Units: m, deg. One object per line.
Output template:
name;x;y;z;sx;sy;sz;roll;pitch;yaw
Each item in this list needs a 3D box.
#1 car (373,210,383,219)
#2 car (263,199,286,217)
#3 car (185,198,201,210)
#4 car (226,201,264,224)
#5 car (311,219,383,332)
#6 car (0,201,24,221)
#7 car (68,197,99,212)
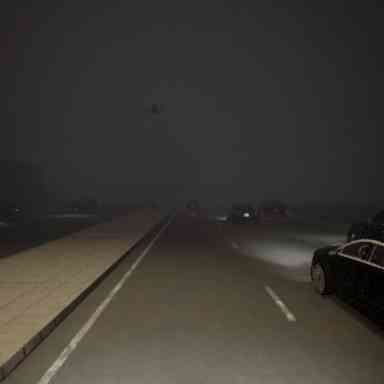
car;7.123;1.329;11.141;2.097;1.767;4.553;0;0;0
car;7.151;1.411;30.454;1.882;1.535;5.008;0;0;0
car;0.172;1.432;40.869;1.812;1.442;4.674;0;0;0
car;3.640;1.510;24.165;1.994;1.385;4.181;0;0;0
car;3.622;1.480;5.678;2.128;1.511;4.902;0;0;0
car;-15.029;1.459;26.189;1.812;1.442;4.674;0;0;0
car;-11.440;1.260;35.495;2.033;1.411;5.357;0;0;0
